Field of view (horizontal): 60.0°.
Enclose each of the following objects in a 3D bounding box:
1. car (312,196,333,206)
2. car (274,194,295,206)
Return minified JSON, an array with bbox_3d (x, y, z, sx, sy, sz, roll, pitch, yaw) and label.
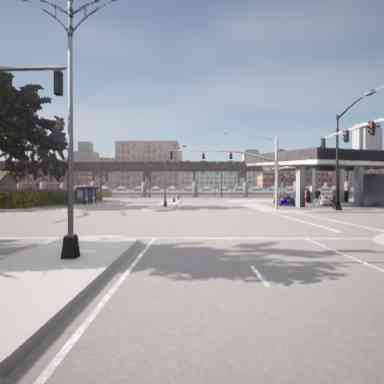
[{"bbox_3d":[18.955,1.346,48.403,1.970,1.475,3.806,0,0,0],"label":"car"},{"bbox_3d":[13.210,1.188,47.640,2.242,1.667,4.611,0,0,0],"label":"car"}]
